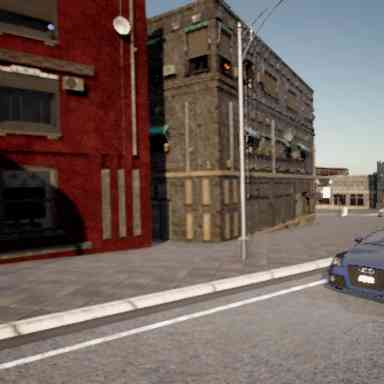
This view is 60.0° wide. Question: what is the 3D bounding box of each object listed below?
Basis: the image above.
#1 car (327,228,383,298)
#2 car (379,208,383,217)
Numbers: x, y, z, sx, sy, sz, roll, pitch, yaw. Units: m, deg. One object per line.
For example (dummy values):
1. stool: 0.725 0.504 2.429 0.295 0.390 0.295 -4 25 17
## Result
1. car: 5.040 1.580 7.922 4.181 1.385 1.994 0 0 -39
2. car: 27.036 2.713 45.202 1.812 1.442 4.674 -1 -3 9
